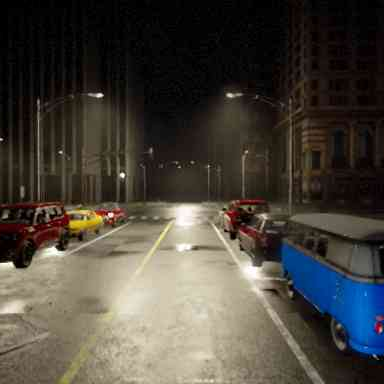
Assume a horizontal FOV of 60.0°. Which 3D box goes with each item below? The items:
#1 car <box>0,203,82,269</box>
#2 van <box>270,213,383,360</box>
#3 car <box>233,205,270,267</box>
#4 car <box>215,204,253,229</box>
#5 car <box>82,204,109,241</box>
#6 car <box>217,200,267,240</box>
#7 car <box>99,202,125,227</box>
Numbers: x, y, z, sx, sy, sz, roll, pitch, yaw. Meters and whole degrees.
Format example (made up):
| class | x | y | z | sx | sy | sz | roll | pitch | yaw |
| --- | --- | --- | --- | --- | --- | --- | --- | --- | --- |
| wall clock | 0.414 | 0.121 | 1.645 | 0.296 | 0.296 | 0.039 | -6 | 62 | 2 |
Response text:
| class | x | y | z | sx | sy | sz | roll | pitch | yaw |
| --- | --- | --- | --- | --- | --- | --- | --- | --- | --- |
| car | -5.789 | 1.322 | 11.380 | 2.192 | 1.841 | 5.009 | 0 | 0 | 0 |
| van | 2.748 | 1.342 | 5.799 | 1.690 | 1.788 | 3.998 | 0 | 0 | 0 |
| car | 2.736 | 1.443 | 11.400 | 1.967 | 1.590 | 4.097 | 0 | 0 | 0 |
| car | 2.712 | 1.559 | 22.604 | 2.008 | 1.369 | 4.403 | 0 | 0 | 0 |
| car | -5.801 | 1.534 | 16.812 | 1.752 | 1.417 | 4.829 | 0 | 0 | 0 |
| car | 2.723 | 1.321 | 17.002 | 2.192 | 1.841 | 5.009 | 0 | 0 | 0 |
| car | -5.814 | 1.452 | 22.584 | 1.967 | 1.590 | 4.097 | 0 | 0 | 0 |
